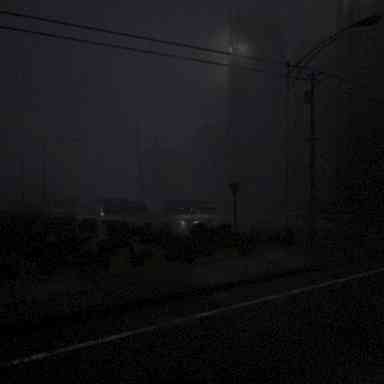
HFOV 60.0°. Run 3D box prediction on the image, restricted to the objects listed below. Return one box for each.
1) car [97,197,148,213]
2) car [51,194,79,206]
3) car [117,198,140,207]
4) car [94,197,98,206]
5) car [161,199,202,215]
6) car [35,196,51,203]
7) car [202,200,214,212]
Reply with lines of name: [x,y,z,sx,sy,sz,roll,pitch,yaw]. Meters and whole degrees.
car: [-6.783,1.463,33.969,4.611,1.667,2.242,0,0,-34]
car: [-20.309,1.294,54.043,3.866,1.878,1.905,0,0,-34]
car: [-10.092,1.574,52.688,1.895,1.301,4.718,0,0,-34]
car: [-13.856,1.487,51.807,1.837,1.490,4.892,0,0,-34]
car: [-1.399,1.483,33.383,1.837,1.490,4.892,0,0,-34]
car: [-28.314,1.486,64.907,4.193,1.474,1.816,0,0,-34]
car: [0.287,1.522,37.473,2.033,1.411,5.357,0,0,-34]
